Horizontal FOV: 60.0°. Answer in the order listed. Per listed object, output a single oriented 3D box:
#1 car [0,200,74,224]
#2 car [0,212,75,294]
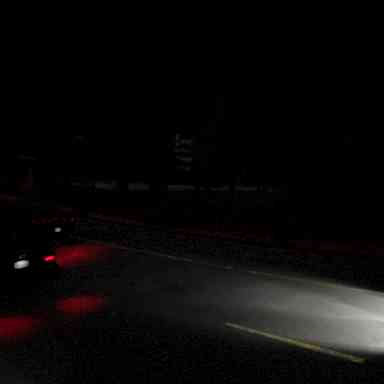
[{"bbox_3d":[-6.692,1.042,13.038,5.008,1.535,1.882,4,2,35],"label":"car"},{"bbox_3d":[-5.336,1.328,7.802,5.357,1.411,2.033,3,2,34],"label":"car"}]
